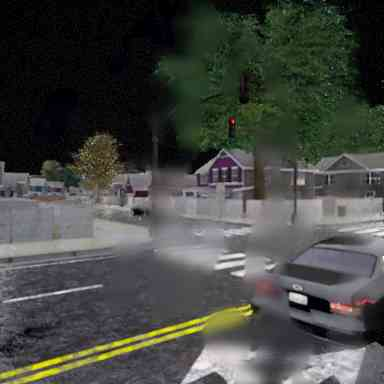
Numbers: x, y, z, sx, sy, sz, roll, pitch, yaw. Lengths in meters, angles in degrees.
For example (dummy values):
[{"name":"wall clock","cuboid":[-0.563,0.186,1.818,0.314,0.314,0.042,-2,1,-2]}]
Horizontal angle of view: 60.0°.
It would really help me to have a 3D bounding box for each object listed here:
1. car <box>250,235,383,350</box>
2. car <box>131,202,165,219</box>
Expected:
[{"name":"car","cuboid":[3.362,1.558,6.356,5.357,1.411,2.033,0,0,-42]},{"name":"car","cuboid":[-4.341,1.712,32.126,2.128,1.511,4.902,0,0,-32]}]
